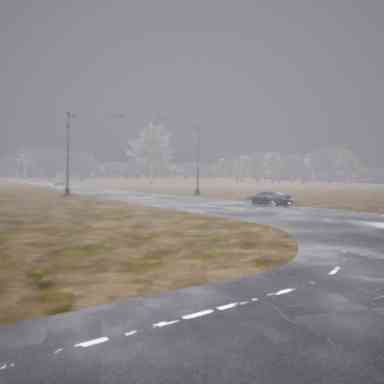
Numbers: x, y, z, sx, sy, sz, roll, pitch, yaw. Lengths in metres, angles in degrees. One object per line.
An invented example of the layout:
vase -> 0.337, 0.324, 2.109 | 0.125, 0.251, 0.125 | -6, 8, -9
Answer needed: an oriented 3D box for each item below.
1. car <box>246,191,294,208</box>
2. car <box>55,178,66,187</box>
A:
car -> 7.106, 0.629, 30.836 | 1.837, 1.490, 4.892 | 0, 2, -34
car -> -32.387, -2.407, 82.298 | 2.150, 2.045, 5.566 | 0, 3, -34
